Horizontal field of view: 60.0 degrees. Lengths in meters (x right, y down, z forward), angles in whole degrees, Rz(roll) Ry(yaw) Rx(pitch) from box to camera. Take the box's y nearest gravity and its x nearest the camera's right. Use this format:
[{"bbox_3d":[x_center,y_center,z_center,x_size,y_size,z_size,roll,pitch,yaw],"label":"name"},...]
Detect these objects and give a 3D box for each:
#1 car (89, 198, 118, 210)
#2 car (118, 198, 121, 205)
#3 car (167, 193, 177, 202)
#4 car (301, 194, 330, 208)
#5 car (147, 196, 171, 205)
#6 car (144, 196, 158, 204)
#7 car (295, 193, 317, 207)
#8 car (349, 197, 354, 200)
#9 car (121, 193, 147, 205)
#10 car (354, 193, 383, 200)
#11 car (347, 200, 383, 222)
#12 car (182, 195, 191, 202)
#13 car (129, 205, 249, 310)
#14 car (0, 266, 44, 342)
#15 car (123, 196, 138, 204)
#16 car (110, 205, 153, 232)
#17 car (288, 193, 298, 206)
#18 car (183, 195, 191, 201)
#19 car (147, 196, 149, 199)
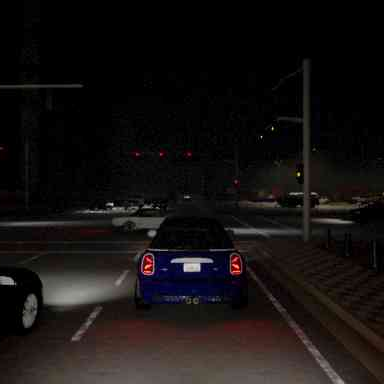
[{"bbox_3d":[-11.364,1.547,42.129,2.033,1.411,5.357,0,0,0],"label":"car"},{"bbox_3d":[-11.469,1.601,51.717,1.895,1.301,4.718,0,0,0],"label":"car"},{"bbox_3d":[-4.650,1.224,76.232,2.150,2.045,5.566,0,0,-1],"label":"car"},{"bbox_3d":[20.870,1.451,55.713,3.806,1.475,1.970,0,0,0],"label":"car"},{"bbox_3d":[-4.057,1.547,42.024,2.033,1.411,5.357,0,0,-2],"label":"car"},{"bbox_3d":[-8.066,1.490,65.989,2.128,1.511,4.902,0,0,0],"label":"car"},{"bbox_3d":[20.860,1.419,58.608,3.905,1.438,1.784,0,0,0],"label":"car"},{"bbox_3d":[35.890,1.419,69.798,3.905,1.438,1.784,0,0,0],"label":"car"},{"bbox_3d":[-7.913,1.221,45.803,2.150,2.045,5.566,0,0,-3],"label":"car"},{"bbox_3d":[35.838,1.209,66.902,4.605,1.855,1.932,0,0,0],"label":"car"},{"bbox_3d":[15.017,1.581,26.717,4.674,1.442,1.812,0,0,-1],"label":"car"},{"bbox_3d":[-1.108,1.595,72.469,1.895,1.301,4.718,0,0,-1],"label":"car"},{"bbox_3d":[-0.023,1.352,8.003,2.097,1.767,4.553,0,0,-1],"label":"car"},{"bbox_3d":[-3.489,1.505,3.839,1.837,1.490,4.892,0,0,0],"label":"car"},{"bbox_3d":[-11.554,1.478,62.839,1.882,1.535,5.008,0,0,0],"label":"car"},{"bbox_3d":[-2.130,1.628,19.408,4.718,1.301,1.895,0,0,0],"label":"car"},{"bbox_3d":[20.798,1.209,61.291,4.605,1.855,1.932,0,0,0],"label":"car"},{"bbox_3d":[-1.219,1.386,82.537,1.812,1.442,4.674,0,0,-1],"label":"car"},{"bbox_3d":[-8.005,1.601,55.830,1.895,1.301,4.718,0,0,0],"label":"car"}]
